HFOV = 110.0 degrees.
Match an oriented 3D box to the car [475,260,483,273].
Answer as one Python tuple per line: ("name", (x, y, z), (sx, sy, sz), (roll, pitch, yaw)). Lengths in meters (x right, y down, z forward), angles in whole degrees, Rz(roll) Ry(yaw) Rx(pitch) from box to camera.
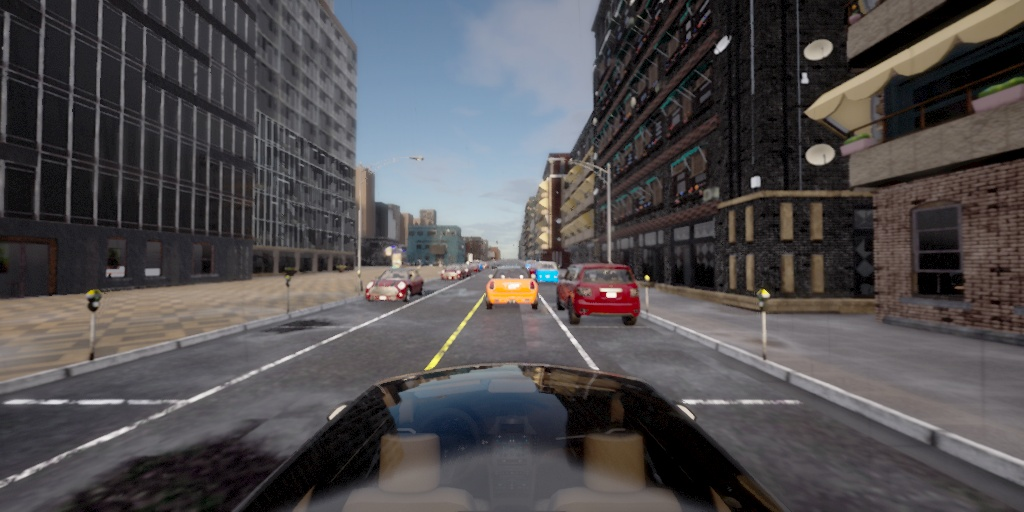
("car", (-5.637, 1.742, 51.642), (1.888, 1.381, 4.507), (0, 0, 0))

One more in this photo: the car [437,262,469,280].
("car", (-5.650, 1.492, 34.705), (1.967, 1.591, 4.097), (0, 0, 0))

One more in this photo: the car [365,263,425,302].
("car", (-5.687, 1.340, 17.767), (1.967, 1.591, 4.097), (0, 0, 0))

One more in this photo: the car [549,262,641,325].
("car", (2.695, 1.163, 12.148), (2.192, 1.841, 5.009), (0, 0, 0))

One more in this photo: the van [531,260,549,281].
("van", (2.702, 1.344, 29.087), (1.690, 1.789, 3.998), (0, 0, 0))

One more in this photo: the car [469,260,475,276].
("car", (-5.642, 1.541, 40.351), (1.967, 1.591, 4.097), (0, 0, 0))

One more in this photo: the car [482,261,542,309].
("car", (0.008, 1.233, 15.937), (2.097, 1.767, 4.553), (0, -1, 0))
